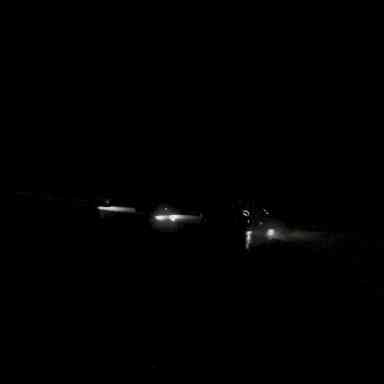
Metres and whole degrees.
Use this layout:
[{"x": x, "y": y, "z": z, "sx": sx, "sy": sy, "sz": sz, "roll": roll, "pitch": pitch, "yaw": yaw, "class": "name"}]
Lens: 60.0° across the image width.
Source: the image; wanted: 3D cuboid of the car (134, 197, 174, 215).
[{"x": -3.231, "y": 1.141, "z": 28.127, "sx": 1.994, "sy": 1.385, "sz": 4.181, "roll": 0, "pitch": 1, "yaw": -35, "class": "car"}]

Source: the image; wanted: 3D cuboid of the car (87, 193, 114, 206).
[{"x": -10.718, "y": 0.828, "z": 38.679, "sx": 2.128, "sy": 1.511, "sz": 4.902, "roll": 0, "pitch": 1, "yaw": -35, "class": "car"}]

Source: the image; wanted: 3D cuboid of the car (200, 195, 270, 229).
[{"x": 2.503, "y": 1.110, "z": 20.058, "sx": 2.097, "sy": 1.767, "sz": 4.553, "roll": 0, "pitch": 1, "yaw": -35, "class": "car"}]
